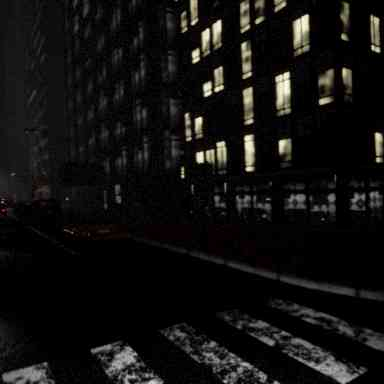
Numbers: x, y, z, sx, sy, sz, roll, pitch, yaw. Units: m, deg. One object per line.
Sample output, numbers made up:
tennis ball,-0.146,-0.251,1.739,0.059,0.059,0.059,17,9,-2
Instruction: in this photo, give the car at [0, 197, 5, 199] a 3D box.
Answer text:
car,-32.216,2.021,58.269,1.967,1.590,4.097,-2,0,-32

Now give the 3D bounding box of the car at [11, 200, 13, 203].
car,-20.106,1.909,39.227,1.802,1.307,4.206,-2,0,-32

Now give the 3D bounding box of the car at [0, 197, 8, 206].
car,-44.325,2.146,77.311,2.192,1.841,5.009,-2,0,-32

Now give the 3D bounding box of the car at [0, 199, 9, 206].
car,-41.292,2.320,72.551,2.008,1.369,4.403,-2,0,-32

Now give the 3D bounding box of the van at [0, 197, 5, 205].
van,-47.350,2.234,82.072,1.690,1.788,3.998,-2,0,-32

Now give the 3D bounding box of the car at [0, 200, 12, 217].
car,-20.880,1.930,35.599,2.033,1.411,5.357,-2,1,-32

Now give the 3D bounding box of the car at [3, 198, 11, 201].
car,-29.187,2.062,53.509,1.887,1.381,4.507,-2,0,-32

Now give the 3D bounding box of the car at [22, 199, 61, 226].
car,-11.035,1.448,24.945,2.192,1.841,5.009,-2,0,-32

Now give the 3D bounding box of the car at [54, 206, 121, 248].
car,-4.651,1.521,14.842,1.752,1.417,4.829,-2,0,-32

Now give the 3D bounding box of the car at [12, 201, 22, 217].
car,-17.080,1.807,34.467,1.887,1.381,4.507,-2,0,-32
